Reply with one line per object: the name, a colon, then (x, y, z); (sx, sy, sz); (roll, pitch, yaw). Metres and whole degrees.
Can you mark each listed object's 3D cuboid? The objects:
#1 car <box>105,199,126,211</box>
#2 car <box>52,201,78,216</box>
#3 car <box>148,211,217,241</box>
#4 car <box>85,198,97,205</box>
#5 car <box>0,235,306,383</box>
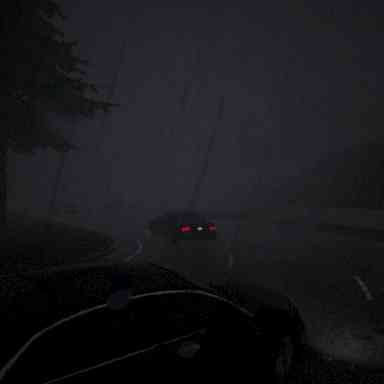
car: (-10.008, 1.687, 43.449); (1.837, 1.490, 4.892); (0, 0, -27)
car: (-13.350, 1.673, 34.830); (2.033, 1.411, 5.357); (0, 0, -31)
car: (-0.643, 1.628, 16.473); (2.033, 1.411, 5.357); (1, 0, -22)
car: (-19.862, 1.856, 65.439); (1.895, 1.301, 4.718); (0, 0, -24)
car: (-0.648, 1.519, 3.421); (4.892, 1.490, 1.837); (1, 1, -43)
